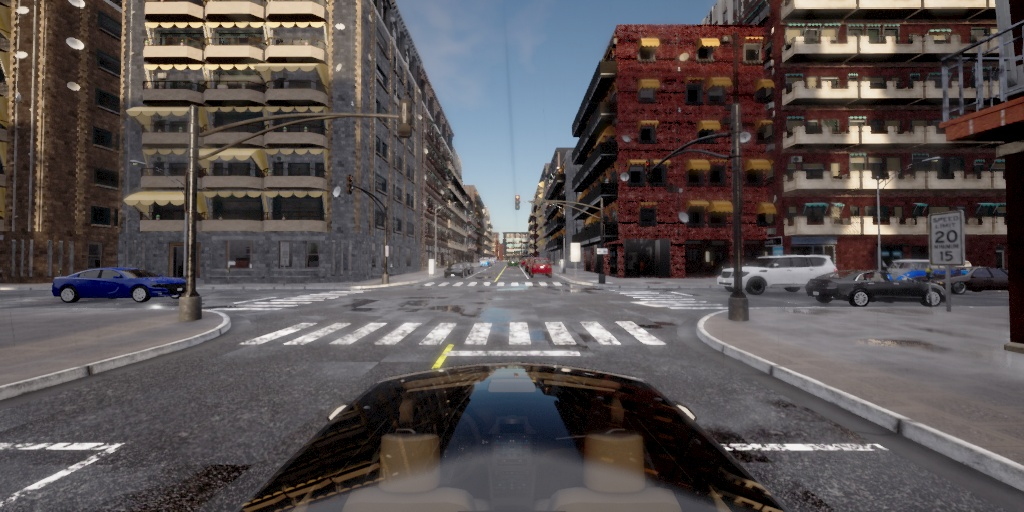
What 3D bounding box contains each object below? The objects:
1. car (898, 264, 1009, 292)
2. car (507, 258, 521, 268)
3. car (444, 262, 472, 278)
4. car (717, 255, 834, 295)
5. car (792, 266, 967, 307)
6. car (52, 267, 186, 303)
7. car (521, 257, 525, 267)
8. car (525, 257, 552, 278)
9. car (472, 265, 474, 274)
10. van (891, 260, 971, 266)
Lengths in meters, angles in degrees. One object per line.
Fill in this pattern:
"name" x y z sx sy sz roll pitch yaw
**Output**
"car" 24.318 1.272 19.030 5.357 1.411 2.033 0 -1 0
"car" 0.235 1.179 64.489 2.097 1.767 4.553 0 0 0
"car" -5.243 1.328 33.942 1.948 1.339 4.313 0 0 0
"car" 14.066 0.970 19.088 5.566 2.045 2.150 0 -1 0
"car" 13.771 1.186 13.652 4.403 1.370 2.007 0 0 0
"car" -17.582 1.254 16.284 5.008 1.535 1.882 0 -1 0
"car" 2.662 1.086 45.093 2.192 1.841 5.009 0 0 0
"car" 2.638 1.077 33.970 2.192 1.841 5.009 0 0 0
"car" -5.231 1.331 39.503 1.948 1.339 4.313 0 0 0
"van" 24.946 1.115 21.479 3.998 1.789 1.690 0 0 0
